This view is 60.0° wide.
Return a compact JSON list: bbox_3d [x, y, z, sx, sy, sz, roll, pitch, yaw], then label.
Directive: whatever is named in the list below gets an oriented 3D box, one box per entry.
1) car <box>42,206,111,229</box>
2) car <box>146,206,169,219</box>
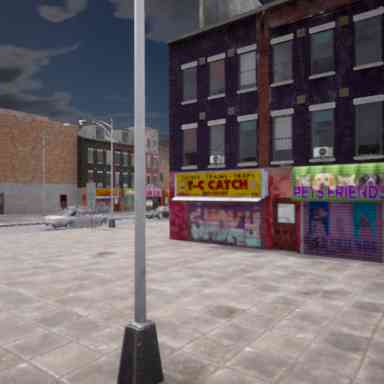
[{"bbox_3d":[-8.063,1.935,23.847,1.895,1.301,4.718,0,-1,35],"label":"car"},{"bbox_3d":[-3.063,2.161,35.505,2.008,1.369,4.403,-2,-2,36],"label":"car"}]
